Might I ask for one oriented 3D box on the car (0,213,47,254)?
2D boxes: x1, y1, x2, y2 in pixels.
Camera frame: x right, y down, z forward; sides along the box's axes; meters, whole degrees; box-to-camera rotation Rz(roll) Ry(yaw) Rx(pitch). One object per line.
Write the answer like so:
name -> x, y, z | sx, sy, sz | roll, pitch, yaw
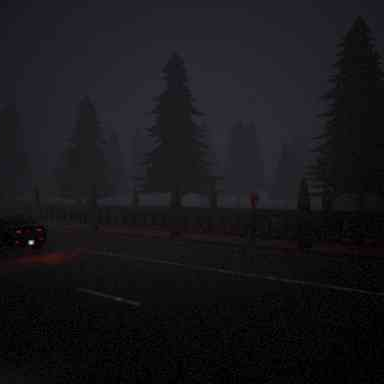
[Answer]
car -> -7.996, 1.642, 13.869 | 4.892, 1.490, 1.837 | 0, 0, 36
